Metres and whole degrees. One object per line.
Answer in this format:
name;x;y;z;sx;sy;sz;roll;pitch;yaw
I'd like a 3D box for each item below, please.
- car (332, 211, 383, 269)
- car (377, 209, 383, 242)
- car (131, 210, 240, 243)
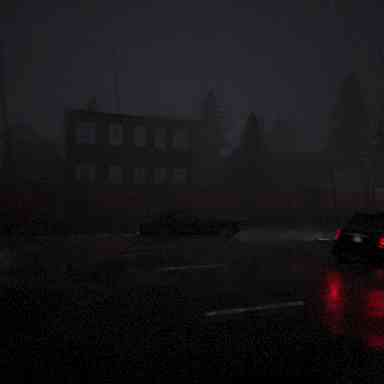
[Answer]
car;6.626;1.376;10.086;4.553;1.767;2.097;1;0;-20
car;11.152;1.582;15.493;4.674;1.442;1.812;1;0;-20
car;-0.236;1.482;15.011;4.718;1.301;1.895;1;0;-20
